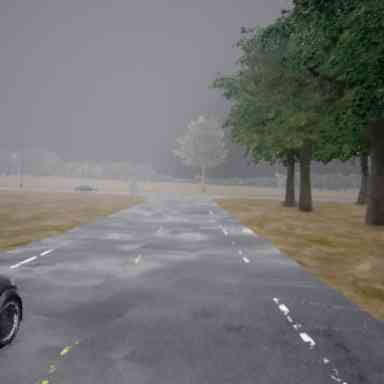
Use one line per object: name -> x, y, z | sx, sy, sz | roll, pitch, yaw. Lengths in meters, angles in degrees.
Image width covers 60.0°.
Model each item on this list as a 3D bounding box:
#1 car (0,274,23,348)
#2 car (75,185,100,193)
car -> -3.601, 1.556, 3.443 | 1.994, 1.385, 4.181 | 0, 0, 0
car -> -20.828, -0.669, 66.346 | 4.892, 1.490, 1.837 | 2, 1, 1
